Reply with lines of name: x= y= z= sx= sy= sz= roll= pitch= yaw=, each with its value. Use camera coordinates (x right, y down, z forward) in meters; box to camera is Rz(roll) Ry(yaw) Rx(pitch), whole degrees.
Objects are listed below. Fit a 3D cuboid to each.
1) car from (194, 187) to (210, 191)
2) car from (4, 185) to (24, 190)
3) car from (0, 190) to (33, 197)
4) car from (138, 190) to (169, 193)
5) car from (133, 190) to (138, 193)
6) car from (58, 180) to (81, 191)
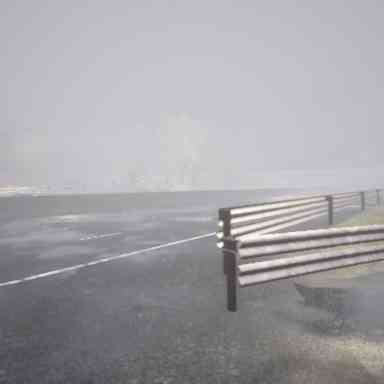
car: x=1.637 y=-0.227 z=60.200 sx=1.812 sy=1.442 sz=4.674 roll=0 pitch=1 yaw=35
car: x=-28.592 y=-0.251 z=51.946 sx=1.882 sy=1.535 sz=5.008 roll=-1 pitch=2 yaw=13
car: x=-15.761 y=0.853 z=29.325 sx=1.882 sy=1.535 sz=5.008 roll=0 pitch=1 yaw=35
car: x=-4.571 y=0.451 z=45.327 sx=2.128 sy=1.511 sz=4.902 roll=0 pitch=1 yaw=35
car: x=-7.284 y=0.452 z=47.538 sx=2.128 sy=1.511 sz=4.902 roll=0 pitch=1 yaw=35
car: x=-24.648 y=-1.414 z=67.188 sx=2.150 sy=2.045 sz=5.566 roll=-1 pitch=3 yaw=15
